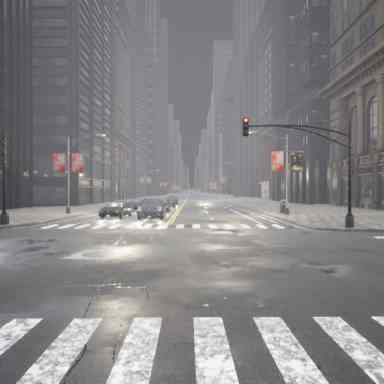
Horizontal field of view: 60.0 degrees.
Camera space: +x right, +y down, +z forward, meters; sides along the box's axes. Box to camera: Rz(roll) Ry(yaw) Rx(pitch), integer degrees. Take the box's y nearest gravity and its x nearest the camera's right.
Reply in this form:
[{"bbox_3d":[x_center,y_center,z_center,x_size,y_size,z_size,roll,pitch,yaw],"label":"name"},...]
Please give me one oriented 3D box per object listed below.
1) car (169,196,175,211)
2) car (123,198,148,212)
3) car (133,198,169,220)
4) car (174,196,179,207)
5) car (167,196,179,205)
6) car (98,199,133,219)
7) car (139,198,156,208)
[{"bbox_3d":[-3.338,1.523,37.584,2.033,1.411,5.357,0,0,0],"label":"car"},{"bbox_3d":[-6.586,1.521,39.465,2.033,1.411,5.357,0,0,0],"label":"car"},{"bbox_3d":[-3.340,1.336,28.109,2.097,1.767,4.553,0,0,0],"label":"car"},{"bbox_3d":[-3.341,1.529,47.483,1.994,1.385,4.181,0,0,0],"label":"car"},{"bbox_3d":[-3.300,1.454,57.857,1.837,1.490,4.892,0,0,0],"label":"car"},{"bbox_3d":[-6.564,1.531,29.366,2.033,1.411,5.357,0,0,4],"label":"car"},{"bbox_3d":[-6.588,1.563,49.551,1.895,1.301,4.718,0,0,0],"label":"car"}]
